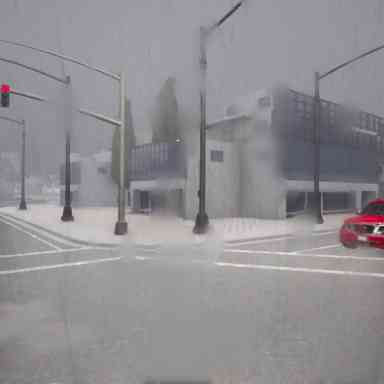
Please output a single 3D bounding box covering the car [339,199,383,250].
[{"bbox_3d":[8.325,1.302,13.623,5.566,2.045,2.150,0,0,-37],"label":"car"}]
